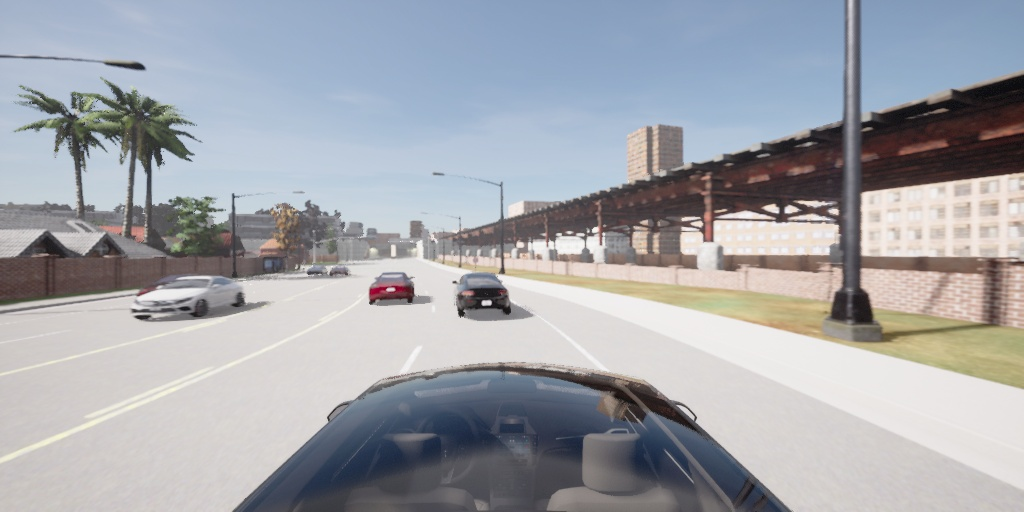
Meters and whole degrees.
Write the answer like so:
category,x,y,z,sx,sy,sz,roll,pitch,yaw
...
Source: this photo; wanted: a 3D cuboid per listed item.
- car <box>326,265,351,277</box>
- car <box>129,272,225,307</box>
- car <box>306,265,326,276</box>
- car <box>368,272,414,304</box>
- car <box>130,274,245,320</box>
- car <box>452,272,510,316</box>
category,x,y,z,sx,sy,sz,roll,pitch,yaw
car,-21.745,1.868,45.458,1.994,1.385,4.181,-1,0,-17
car,-17.211,1.647,18.744,1.994,1.385,4.181,-1,0,-17
car,-26.356,1.932,48.737,2.033,1.411,5.357,-1,0,-17
car,-5.885,1.472,17.796,1.994,1.385,4.181,-1,0,-15
car,-12.296,1.502,14.042,1.812,1.442,4.674,-1,-1,-14
car,-1.276,1.350,13.743,1.812,1.442,4.674,0,0,-12
